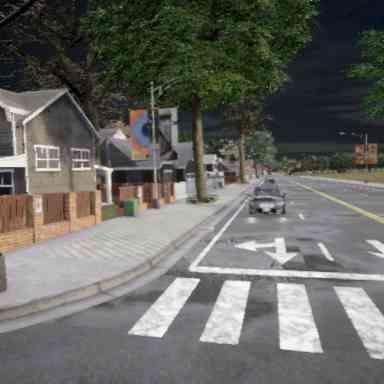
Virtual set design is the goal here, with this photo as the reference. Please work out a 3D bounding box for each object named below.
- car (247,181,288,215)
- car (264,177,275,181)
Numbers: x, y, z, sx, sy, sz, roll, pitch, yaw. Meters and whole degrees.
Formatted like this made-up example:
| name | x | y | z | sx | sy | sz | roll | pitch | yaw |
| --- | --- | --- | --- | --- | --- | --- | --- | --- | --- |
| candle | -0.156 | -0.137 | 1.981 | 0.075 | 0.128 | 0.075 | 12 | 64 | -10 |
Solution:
| name | x | y | z | sx | sy | sz | roll | pitch | yaw |
| --- | --- | --- | --- | --- | --- | --- | --- | --- | --- |
| car | 4.143 | 0.400 | 18.380 | 2.128 | 1.511 | 4.902 | 0 | 4 | 13 |
| car | 13.650 | -2.017 | 58.504 | 1.895 | 1.301 | 4.718 | 0 | 3 | 13 |
